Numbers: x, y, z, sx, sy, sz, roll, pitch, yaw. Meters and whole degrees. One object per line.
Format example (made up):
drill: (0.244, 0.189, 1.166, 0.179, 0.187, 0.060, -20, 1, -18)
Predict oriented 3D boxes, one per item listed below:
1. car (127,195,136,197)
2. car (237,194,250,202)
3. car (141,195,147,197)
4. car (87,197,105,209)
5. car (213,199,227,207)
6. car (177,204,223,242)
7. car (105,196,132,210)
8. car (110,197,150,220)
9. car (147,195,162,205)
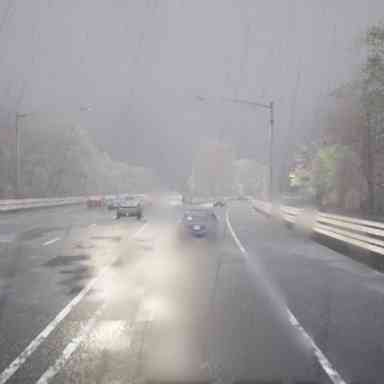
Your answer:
car: (-14.363, 1.418, 78.066, 1.837, 1.490, 4.892, 0, 0, -3)
car: (14.172, 1.641, 93.942, 2.150, 2.045, 5.566, 0, 0, 18)
car: (-10.797, 1.418, 76.678, 1.882, 1.535, 5.008, 0, 0, -3)
car: (-12.775, 1.401, 45.062, 1.882, 1.535, 5.008, 0, 0, -3)
car: (4.628, 1.768, 53.974, 1.895, 1.301, 4.718, 0, 0, 10)
car: (0.391, 1.552, 16.439, 2.033, 1.411, 5.357, 0, 0, 4)
car: (-9.103, 1.510, 41.366, 1.994, 1.385, 4.181, 0, 0, -3)
car: (-4.971, 1.463, 27.451, 2.128, 1.511, 4.902, 0, 0, -3)
car: (-6.389, 1.567, 58.844, 1.895, 1.301, 4.718, 0, 0, -3)
